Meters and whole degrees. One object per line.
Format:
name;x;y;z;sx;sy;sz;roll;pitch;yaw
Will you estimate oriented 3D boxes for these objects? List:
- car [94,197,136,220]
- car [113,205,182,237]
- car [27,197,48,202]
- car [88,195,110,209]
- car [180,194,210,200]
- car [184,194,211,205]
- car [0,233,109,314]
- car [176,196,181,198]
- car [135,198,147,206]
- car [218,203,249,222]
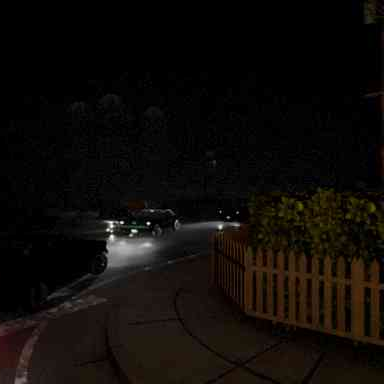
car;-6.702;1.478;28.586;1.882;1.535;5.008;0;0;-27
car;-2.144;1.601;18.357;1.895;1.301;4.718;0;0;18
car;-22.884;1.506;49.217;4.193;1.474;1.816;0;0;35
car;-11.599;1.521;42.925;3.905;1.438;1.784;0;0;35
car;0.846;1.491;52.505;2.128;1.511;4.902;0;0;35
car;0.967;1.310;61.565;4.605;1.855;1.932;0;0;35
car;-3.573;1.601;7.652;1.895;1.301;4.718;0;0;7
car;-2.036;1.480;80.620;4.611;1.667;2.242;0;0;35
car;-7.182;1.478;39.669;1.882;1.535;5.008;0;0;22
car;3.987;1.601;26.735;1.895;1.301;4.718;0;0;35
